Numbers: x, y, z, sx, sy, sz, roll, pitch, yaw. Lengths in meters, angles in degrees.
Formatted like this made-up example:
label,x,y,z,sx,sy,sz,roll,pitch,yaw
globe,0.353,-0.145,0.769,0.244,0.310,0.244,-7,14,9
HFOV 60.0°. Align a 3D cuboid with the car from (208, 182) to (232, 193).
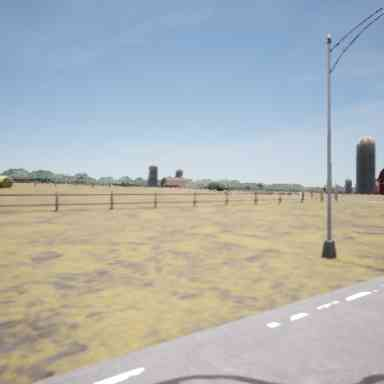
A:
label,x,y,z,sx,sy,sz,roll,pitch,yaw
car,5.615,-0.990,67.215,2.150,2.045,5.566,1,2,-36
